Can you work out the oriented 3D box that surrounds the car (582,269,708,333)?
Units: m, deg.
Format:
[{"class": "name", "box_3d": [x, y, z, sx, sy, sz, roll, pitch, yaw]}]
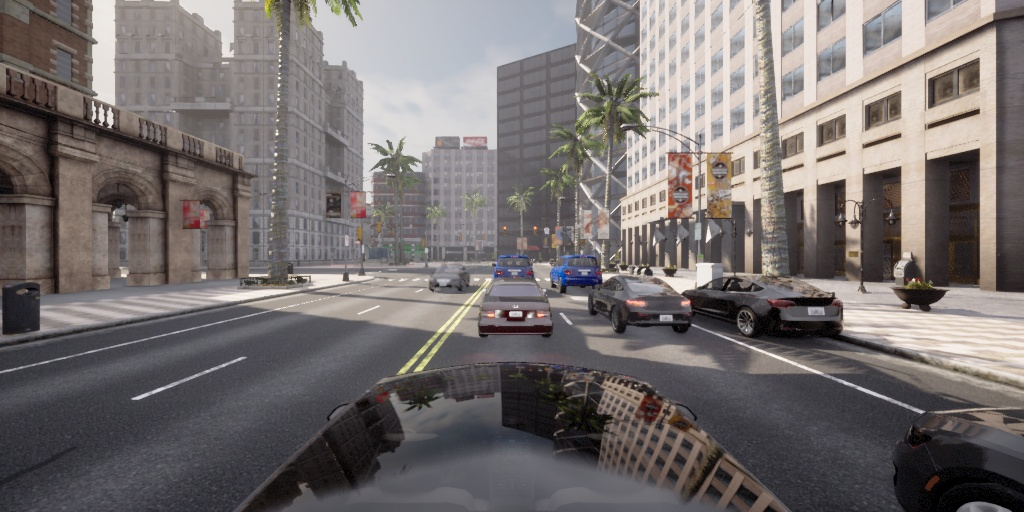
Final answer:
[{"class": "car", "box_3d": [3.564, 1.276, 10.637, 1.812, 1.442, 4.674, 0, 0, -1]}]

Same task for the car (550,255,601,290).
[{"class": "car", "box_3d": [3.547, 0.971, 20.601, 2.150, 2.045, 5.566, 0, 0, -2]}]

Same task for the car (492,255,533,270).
[{"class": "car", "box_3d": [0.048, 0.971, 20.467, 2.150, 2.045, 5.566, 0, 0, -2]}]

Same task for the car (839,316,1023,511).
[{"class": "car", "box_3d": [3.600, 1.255, 0.462, 1.837, 1.490, 4.892, 0, 0, 0]}]

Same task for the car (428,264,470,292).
[{"class": "car", "box_3d": [-3.603, 1.243, 21.304, 2.128, 1.511, 4.902, 0, 0, 0]}]

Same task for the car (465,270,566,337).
[{"class": "car", "box_3d": [0.070, 1.297, 10.248, 2.033, 1.411, 5.357, 0, 0, 0]}]
